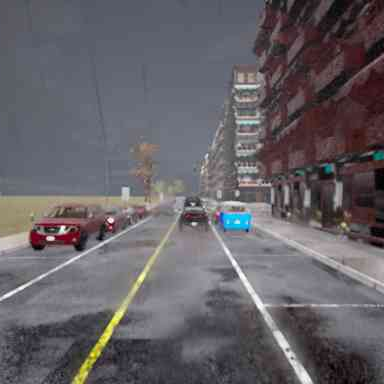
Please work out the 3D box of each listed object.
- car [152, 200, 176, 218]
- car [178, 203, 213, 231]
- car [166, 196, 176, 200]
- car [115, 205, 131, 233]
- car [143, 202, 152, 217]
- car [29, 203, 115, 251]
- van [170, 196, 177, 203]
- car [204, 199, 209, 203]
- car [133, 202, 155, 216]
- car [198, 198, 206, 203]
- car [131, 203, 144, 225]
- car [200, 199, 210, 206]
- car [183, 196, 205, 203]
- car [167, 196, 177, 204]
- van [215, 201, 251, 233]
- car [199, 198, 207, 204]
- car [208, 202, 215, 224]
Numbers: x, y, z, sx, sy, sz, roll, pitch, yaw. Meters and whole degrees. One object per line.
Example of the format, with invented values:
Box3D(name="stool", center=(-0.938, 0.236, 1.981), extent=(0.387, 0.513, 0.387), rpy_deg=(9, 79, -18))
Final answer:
Box3D(name="car", center=(-2.742, 1.821, 33.686), extent=(2.033, 1.411, 5.357), rpy_deg=(0, 0, 1))
Box3D(name="car", center=(0.130, 1.677, 21.693), extent=(1.837, 1.490, 4.892), rpy_deg=(0, -2, 0))
Box3D(name="car", center=(-5.196, 2.099, 80.878), extent=(1.967, 1.590, 4.097), rpy_deg=(1, 0, 0))
Box3D(name="car", center=(-5.277, 1.607, 20.485), extent=(1.967, 1.590, 4.097), rpy_deg=(1, 0, 0))
Box3D(name="car", center=(-5.263, 1.801, 31.556), extent=(1.887, 1.381, 4.507), rpy_deg=(1, 0, 0))
Box3D(name="car", center=(-5.283, 1.437, 14.949), extent=(2.192, 1.841, 5.009), rpy_deg=(1, 0, 0))
Box3D(name="van", center=(-5.180, 2.092, 92.186), extent=(1.690, 1.788, 3.998), rpy_deg=(1, 0, 0))
Box3D(name="car", center=(2.625, 1.832, 37.678), extent=(1.752, 1.417, 4.829), rpy_deg=(1, 0, 0))
Box3D(name="car", center=(-5.256, 1.825, 36.922), extent=(1.752, 1.417, 4.829), rpy_deg=(1, 0, 0))
Box3D(name="car", center=(2.699, 2.322, 92.665), extent=(1.947, 1.339, 4.313), rpy_deg=(1, 0, 0))
Box3D(name="car", center=(-5.271, 1.762, 26.020), extent=(2.008, 1.369, 4.403), rpy_deg=(1, 0, 0))
Box3D(name="car", center=(2.669, 2.121, 70.021), extent=(2.008, 1.369, 4.403), rpy_deg=(1, 0, 0))
Box3D(name="car", center=(0.138, 1.529, 38.120), extent=(2.150, 2.045, 5.566), rpy_deg=(0, -1, 1))
Box3D(name="car", center=(-5.187, 2.020, 86.533), extent=(2.192, 1.841, 5.009), rpy_deg=(1, 0, 0))
Box3D(name="van", center=(2.605, 1.511, 20.876), extent=(1.690, 1.788, 3.998), rpy_deg=(1, 0, 0))
Box3D(name="car", center=(2.683, 2.245, 81.343), extent=(1.802, 1.307, 4.206), rpy_deg=(1, 0, 0))
Box3D(name="car", center=(2.611, 1.655, 26.420), extent=(1.967, 1.590, 4.097), rpy_deg=(1, 0, 0))
